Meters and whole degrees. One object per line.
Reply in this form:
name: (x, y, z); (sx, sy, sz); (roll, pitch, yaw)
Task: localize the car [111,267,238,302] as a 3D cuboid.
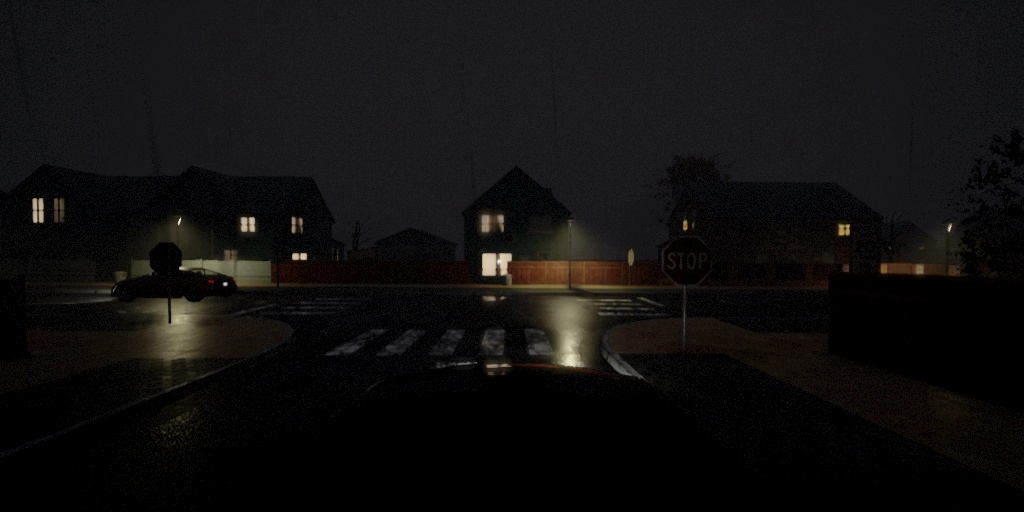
car: (-14.364, 1.174, 15.415); (4.181, 1.385, 1.994); (0, 1, -1)
